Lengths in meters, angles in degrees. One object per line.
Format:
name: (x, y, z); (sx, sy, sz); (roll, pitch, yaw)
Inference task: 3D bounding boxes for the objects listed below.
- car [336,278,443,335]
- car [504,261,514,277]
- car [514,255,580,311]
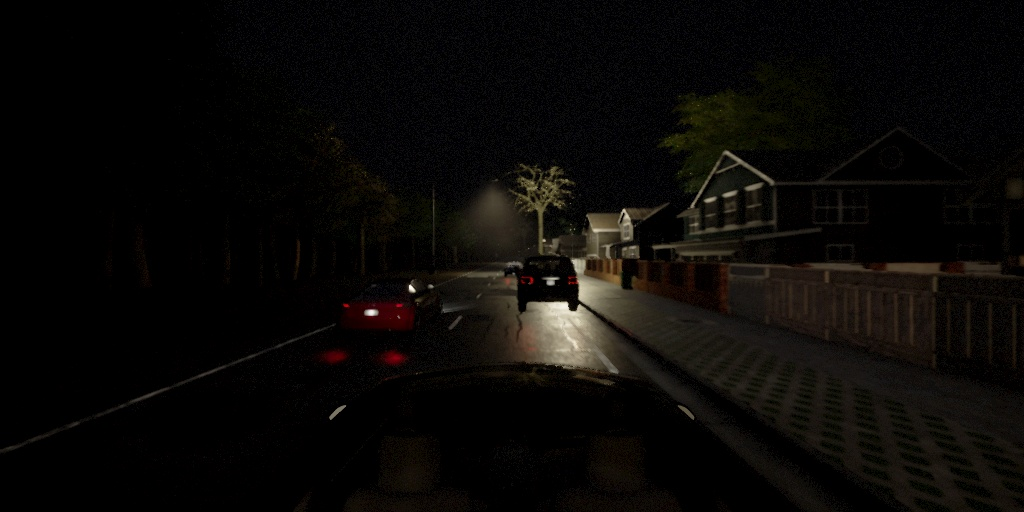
car: (-3.350, 1.324, 10.568); (1.994, 1.385, 4.181); (0, 0, 0)
car: (0.199, 1.373, 35.949); (1.895, 1.301, 4.718); (0, 0, 1)
car: (1.291, 0.975, 14.527); (2.150, 2.045, 5.566); (0, 0, 0)
